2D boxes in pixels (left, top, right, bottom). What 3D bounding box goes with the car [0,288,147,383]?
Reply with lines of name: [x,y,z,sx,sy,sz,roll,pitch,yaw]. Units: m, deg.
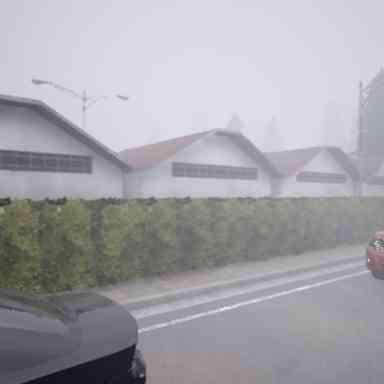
car: [-2.720,1.472,2.041,5.008,1.535,1.882,1,-1,-36]

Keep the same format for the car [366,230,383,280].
car: [6.997,1.294,8.995,5.566,2.045,2.150,1,0,-35]
